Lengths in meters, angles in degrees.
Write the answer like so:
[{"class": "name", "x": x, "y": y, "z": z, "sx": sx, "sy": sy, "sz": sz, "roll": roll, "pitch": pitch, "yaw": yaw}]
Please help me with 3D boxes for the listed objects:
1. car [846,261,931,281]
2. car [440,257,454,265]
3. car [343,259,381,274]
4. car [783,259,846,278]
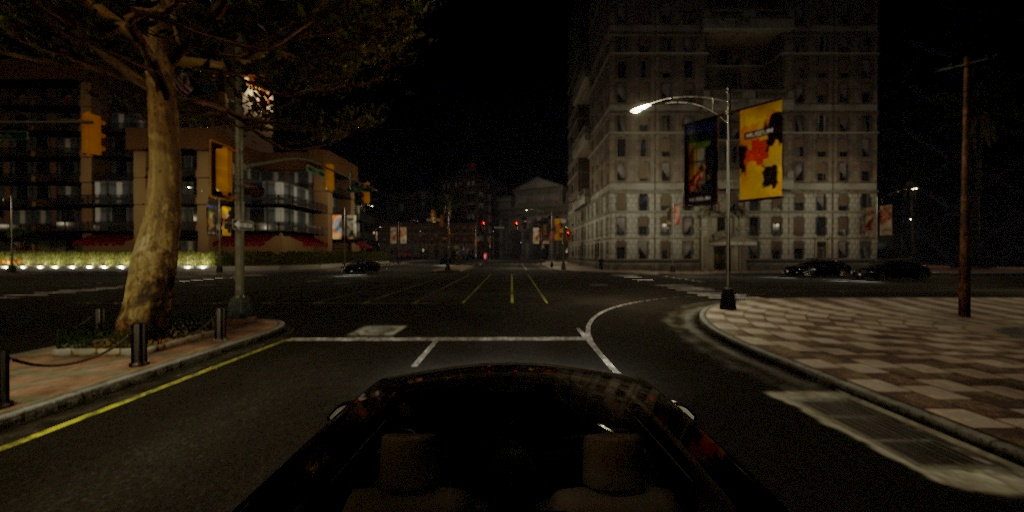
[{"class": "car", "x": 28.072, "y": 1.084, "z": 26.538, "sx": 4.674, "sy": 1.442, "sz": 1.812, "roll": 0, "pitch": 0, "yaw": 0}, {"class": "car", "x": -11.420, "y": 0.839, "z": 63.224, "sx": 1.994, "sy": 1.385, "sz": 4.181, "roll": 0, "pitch": 0, "yaw": 1}, {"class": "car", "x": -14.950, "y": 1.034, "z": 36.081, "sx": 2.033, "sy": 1.411, "sz": 5.357, "roll": 0, "pitch": 0, "yaw": 0}, {"class": "car", "x": 25.490, "y": 1.036, "z": 30.033, "sx": 4.892, "sy": 1.490, "sz": 1.837, "roll": 0, "pitch": 0, "yaw": 0}]
